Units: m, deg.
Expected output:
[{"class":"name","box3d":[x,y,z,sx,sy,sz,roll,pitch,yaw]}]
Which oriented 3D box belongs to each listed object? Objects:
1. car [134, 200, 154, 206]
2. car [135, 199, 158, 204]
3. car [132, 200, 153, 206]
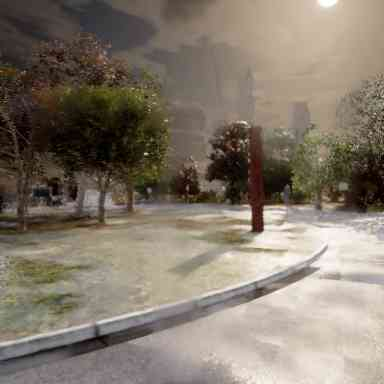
[{"class":"car","box3d":[-12.631,2.894,87.748,4.792,1.488,2.163,-2,-2,-15]},{"class":"car","box3d":[-10.502,2.413,79.783,4.892,1.521,2.231,-2,-3,-15]},{"class":"car","box3d":[-13.564,3.012,90.353,5.366,1.575,1.946,-2,-2,-15]}]
